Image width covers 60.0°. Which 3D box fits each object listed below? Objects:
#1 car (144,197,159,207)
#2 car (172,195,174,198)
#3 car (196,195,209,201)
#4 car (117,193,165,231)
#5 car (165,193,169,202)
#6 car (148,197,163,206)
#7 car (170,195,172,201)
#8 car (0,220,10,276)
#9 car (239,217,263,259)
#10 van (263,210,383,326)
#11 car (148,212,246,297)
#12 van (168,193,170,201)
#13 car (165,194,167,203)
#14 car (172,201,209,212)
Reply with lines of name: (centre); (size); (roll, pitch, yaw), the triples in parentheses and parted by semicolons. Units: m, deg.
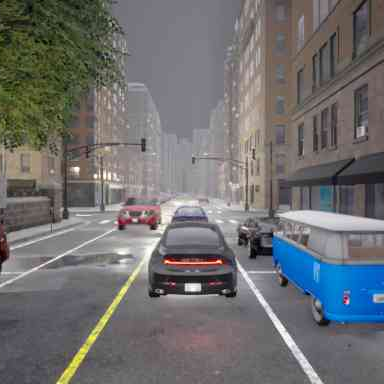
car: (-6.056, 1.492, 50.194); (1.752, 1.417, 4.829); (0, 0, 0)
car: (-6.313, 1.279, 83.068); (2.192, 1.841, 5.009); (0, 0, 0)
car: (2.339, 1.402, 66.819); (1.967, 1.590, 4.097); (0, 0, 0)
car: (-3.158, 1.214, 21.032); (2.150, 2.045, 5.566); (0, 0, 0)
car: (-6.185, 1.506, 66.716); (1.887, 1.381, 4.507); (0, 0, 0)
car: (-6.099, 1.515, 55.815); (2.008, 1.369, 4.403); (0, 0, 0)
car: (-6.270, 1.513, 77.617); (2.008, 1.369, 4.403); (0, 0, 0)
car: (-5.716, 1.313, 6.677); (2.192, 1.841, 5.009); (0, 0, 0)
car: (2.765, 1.562, 12.444); (1.947, 1.339, 4.313); (0, 0, 0)
van: (2.808, 1.339, 6.783); (1.690, 1.788, 3.998); (0, 0, 0)
car: (0.009, 1.502, 8.525); (1.837, 1.490, 4.892); (0, 0, 0)
van: (-6.228, 1.303, 72.167); (1.690, 1.788, 3.998); (0, 0, 0)
car: (-6.142, 1.507, 61.266); (1.887, 1.381, 4.507); (0, 0, 0)
car: (-0.103, 1.470, 18.021); (1.882, 1.535, 5.008); (0, 0, 0)
